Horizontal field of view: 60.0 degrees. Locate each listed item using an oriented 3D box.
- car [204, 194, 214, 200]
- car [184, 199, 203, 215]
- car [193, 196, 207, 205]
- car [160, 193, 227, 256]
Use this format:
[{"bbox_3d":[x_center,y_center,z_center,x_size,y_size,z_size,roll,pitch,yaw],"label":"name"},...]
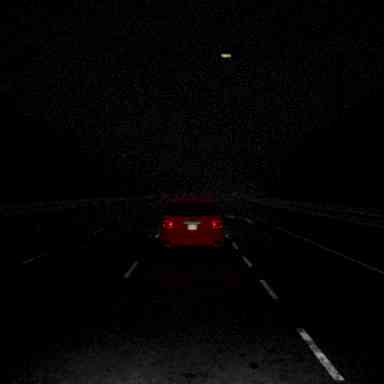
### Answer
[{"bbox_3d":[4.271,1.347,83.512,2.033,1.411,5.357,0,0,8],"label":"car"},{"bbox_3d":[0.235,1.450,33.737,1.812,1.442,4.674,0,0,2],"label":"car"},{"bbox_3d":[1.427,1.410,56.594,2.033,1.411,5.357,0,0,4],"label":"car"},{"bbox_3d":[0.017,1.188,13.081,2.150,2.045,5.566,0,0,0],"label":"car"}]
